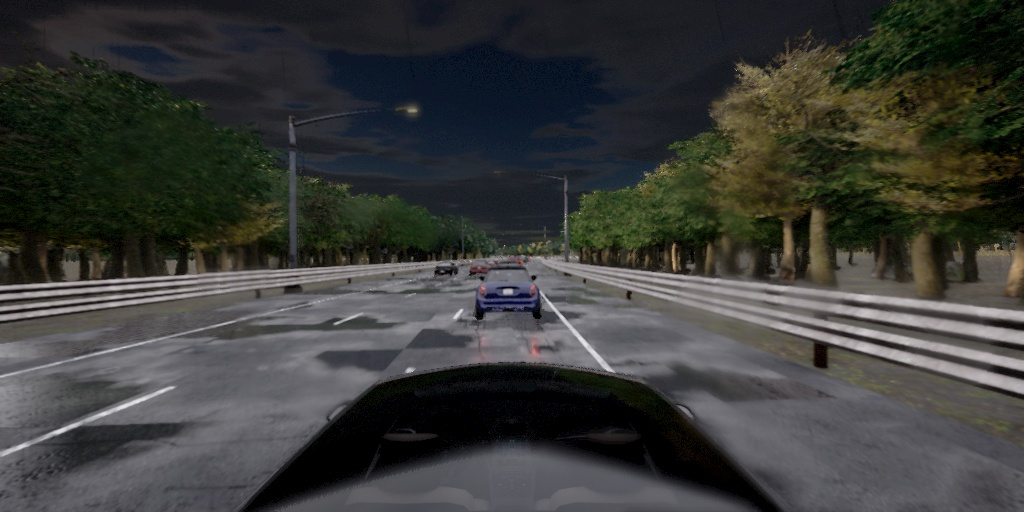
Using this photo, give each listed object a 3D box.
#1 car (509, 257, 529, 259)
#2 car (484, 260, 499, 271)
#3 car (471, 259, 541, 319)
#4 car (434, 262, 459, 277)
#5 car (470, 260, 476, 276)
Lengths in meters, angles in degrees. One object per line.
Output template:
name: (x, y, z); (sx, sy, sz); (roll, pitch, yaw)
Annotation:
car: (-0.169, 1.161, 24.676); (2.097, 1.767, 4.553); (0, 0, 0)
car: (-3.027, 1.418, 54.013); (1.812, 1.442, 4.674); (0, 0, 3)
car: (-0.139, 1.127, 13.179); (2.097, 1.767, 4.553); (0, 0, 0)
car: (-6.927, 1.375, 38.271); (1.882, 1.535, 5.008); (0, 0, 1)
car: (-3.398, 1.223, 39.600); (2.097, 1.767, 4.553); (0, 0, 1)
